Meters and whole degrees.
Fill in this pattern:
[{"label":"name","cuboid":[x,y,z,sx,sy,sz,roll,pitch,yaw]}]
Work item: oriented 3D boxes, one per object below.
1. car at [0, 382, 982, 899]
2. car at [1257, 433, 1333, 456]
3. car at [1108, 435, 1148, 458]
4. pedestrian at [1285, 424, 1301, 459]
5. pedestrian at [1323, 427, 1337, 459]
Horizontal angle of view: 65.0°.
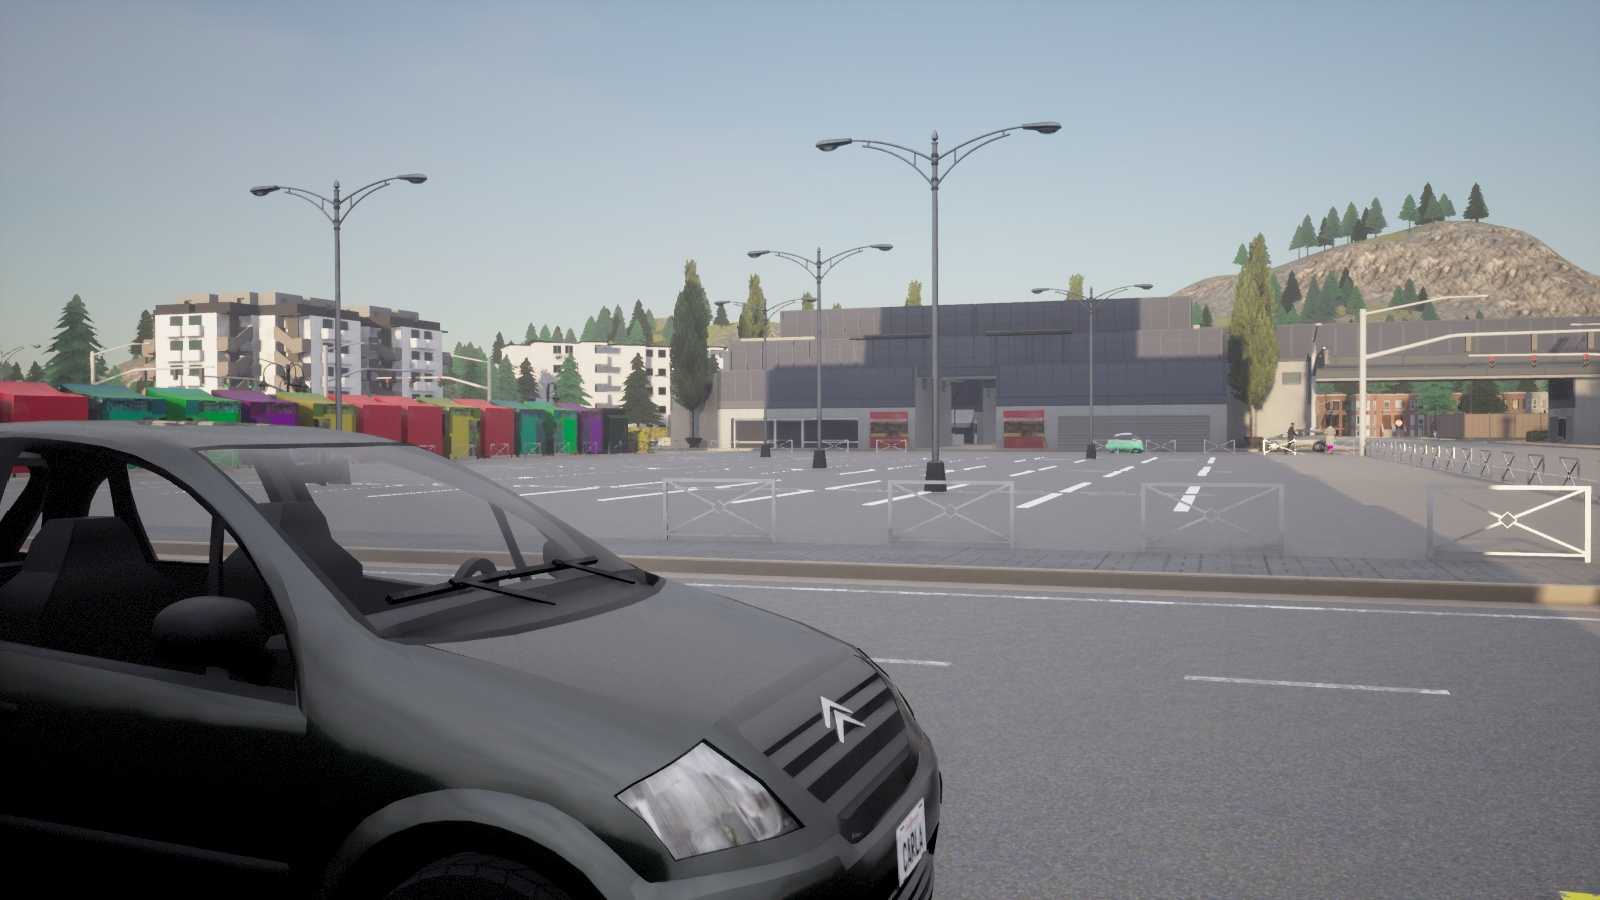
[{"label":"car","cuboid":[-1.613,0.659,3.733,3.988,1.617,1.851,1,1,19]},{"label":"car","cuboid":[32.625,-0.376,82.889,4.514,1.525,2.007,1,1,19]},{"label":"car","cuboid":[19.906,-0.210,76.294,2.207,1.376,1.481,0,1,20]},{"label":"pedestrian","cuboid":[27.209,-0.467,69.309,0.788,1.949,0.423,1,1,20]},{"label":"pedestrian","cuboid":[32.476,-0.449,76.911,0.659,1.952,0.873,0,1,16]}]
